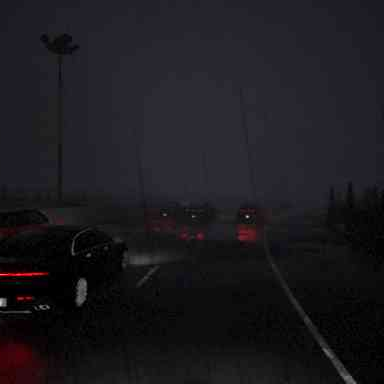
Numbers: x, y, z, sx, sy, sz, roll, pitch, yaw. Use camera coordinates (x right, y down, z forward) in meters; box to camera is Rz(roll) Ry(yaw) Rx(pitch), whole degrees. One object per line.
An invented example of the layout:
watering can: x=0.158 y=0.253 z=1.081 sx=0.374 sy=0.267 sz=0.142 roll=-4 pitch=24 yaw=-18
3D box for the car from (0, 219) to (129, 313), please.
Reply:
car: x=-2.852 y=1.499 z=7.675 sx=1.837 sy=1.490 sz=4.892 roll=0 pitch=0 yaw=5

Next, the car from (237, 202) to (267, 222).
car: x=4.802 y=1.532 z=26.541 sx=1.837 sy=1.490 sz=4.892 roll=0 pitch=0 yaw=18

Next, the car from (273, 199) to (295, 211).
car: x=11.319 y=1.577 z=41.191 sx=1.812 sy=1.442 sz=4.674 roll=0 pitch=0 yaw=29

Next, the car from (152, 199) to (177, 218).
car: x=-1.513 y=1.607 z=29.802 sx=1.895 sy=1.301 sz=4.718 roll=0 pitch=0 yaw=19

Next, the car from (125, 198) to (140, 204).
car: x=-7.901 y=1.585 z=50.327 sx=2.033 sy=1.411 sz=5.357 roll=0 pitch=0 yaw=29

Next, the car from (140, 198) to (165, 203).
car: x=-4.827 y=1.616 z=48.654 sx=2.033 sy=1.411 sz=5.357 roll=0 pitch=0 yaw=29

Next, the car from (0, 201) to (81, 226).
car: x=-5.916 y=1.337 z=11.298 sx=2.097 sy=1.767 sz=4.553 roll=0 pitch=0 yaw=7

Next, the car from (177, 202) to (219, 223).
car: x=0.811 y=1.504 z=25.626 sx=2.128 sy=1.511 sz=4.902 roll=0 pitch=0 yaw=17

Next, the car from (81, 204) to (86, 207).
car: x=-10.157 y=1.469 z=26.188 sx=2.128 sy=1.511 sz=4.902 roll=0 pitch=0 yaw=16
